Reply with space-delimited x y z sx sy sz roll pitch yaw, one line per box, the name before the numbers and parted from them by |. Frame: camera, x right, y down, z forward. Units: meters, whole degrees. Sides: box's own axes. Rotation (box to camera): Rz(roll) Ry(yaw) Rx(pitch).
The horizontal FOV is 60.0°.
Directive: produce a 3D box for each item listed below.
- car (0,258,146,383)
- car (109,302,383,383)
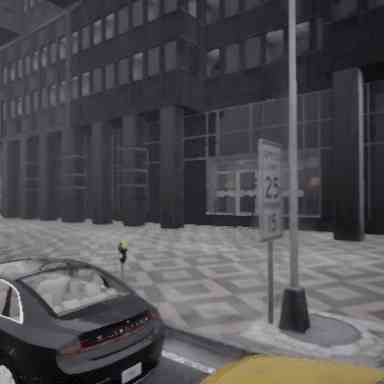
car | -2.366 1.632 4.700 4.403 1.369 2.008 -1 -1 37
car | 1.917 1.541 1.508 4.829 1.417 1.752 -1 -1 37
